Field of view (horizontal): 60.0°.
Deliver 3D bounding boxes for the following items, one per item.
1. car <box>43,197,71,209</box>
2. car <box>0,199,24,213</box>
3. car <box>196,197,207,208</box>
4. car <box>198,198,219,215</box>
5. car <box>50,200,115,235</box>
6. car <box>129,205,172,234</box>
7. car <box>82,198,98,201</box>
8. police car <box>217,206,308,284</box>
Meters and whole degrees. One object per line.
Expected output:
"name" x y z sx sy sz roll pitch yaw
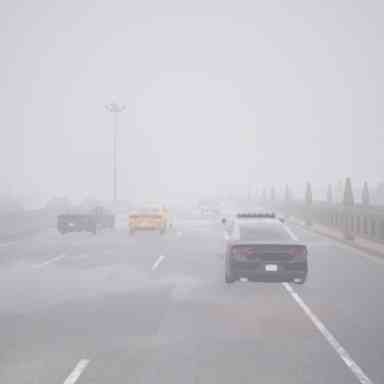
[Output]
"car" -15.852 1.339 39.306 2.097 1.767 4.553 0 0 -2
"car" -19.346 1.479 34.505 2.128 1.511 4.902 0 0 1
"car" 1.633 1.490 44.606 1.837 1.490 4.892 0 0 -4
"car" 1.831 1.590 34.314 1.895 1.301 4.718 0 0 2
"car" -5.808 1.471 18.903 1.882 1.535 5.008 0 0 3
"car" -2.284 1.471 19.260 1.882 1.535 5.008 0 0 3
"car" -12.380 1.478 40.227 2.128 1.511 4.902 0 0 -2
"police car" 1.841 1.422 9.718 1.930 1.638 5.238 0 0 3
